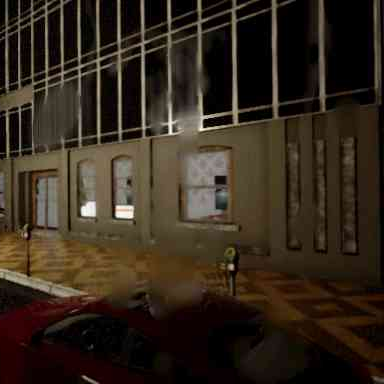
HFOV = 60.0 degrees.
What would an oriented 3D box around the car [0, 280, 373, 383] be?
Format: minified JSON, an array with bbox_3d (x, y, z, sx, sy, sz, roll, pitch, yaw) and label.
[{"bbox_3d":[-0.503,1.569,3.250,4.206,1.307,1.802,0,-1,36],"label":"car"}]
